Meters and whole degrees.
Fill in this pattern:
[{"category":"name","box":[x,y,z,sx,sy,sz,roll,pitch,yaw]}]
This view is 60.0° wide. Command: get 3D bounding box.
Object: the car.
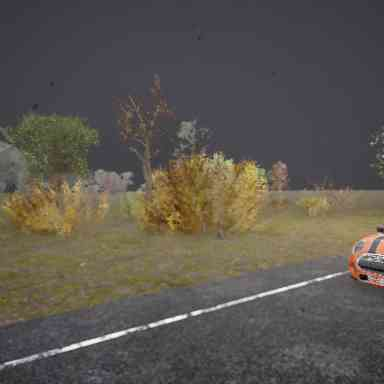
[{"category":"car","box":[5.887,1.274,8.187,4.553,1.767,2.097,-1,0,-35]}]
